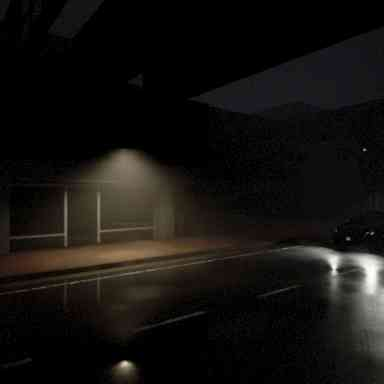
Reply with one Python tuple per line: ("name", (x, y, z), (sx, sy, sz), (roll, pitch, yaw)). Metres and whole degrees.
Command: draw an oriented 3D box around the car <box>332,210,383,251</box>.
("car", (7.950, 1.544, 14.325), (4.674, 1.442, 1.812), (0, 0, -37))
